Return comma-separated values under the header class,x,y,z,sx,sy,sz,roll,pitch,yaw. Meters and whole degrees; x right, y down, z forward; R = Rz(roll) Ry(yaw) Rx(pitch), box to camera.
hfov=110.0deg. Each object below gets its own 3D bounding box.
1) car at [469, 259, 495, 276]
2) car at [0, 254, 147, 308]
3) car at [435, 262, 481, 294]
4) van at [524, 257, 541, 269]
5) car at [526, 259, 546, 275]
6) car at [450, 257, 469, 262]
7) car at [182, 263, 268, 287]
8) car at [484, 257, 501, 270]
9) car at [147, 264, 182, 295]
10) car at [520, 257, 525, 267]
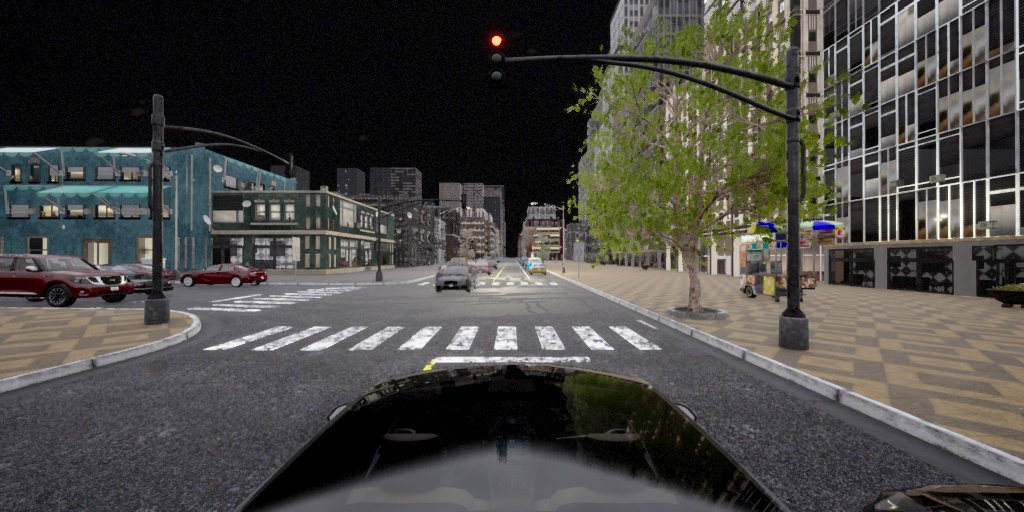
class,x,y,z,sx,sy,sz,roll,pitch,yaw
car,-3.069,1.279,37.030,1.812,1.442,4.674,0,0,0
car,-17.149,0.850,13.155,5.009,1.841,2.192,0,0,-1
car,-3.085,1.258,20.521,1.837,1.490,4.892,0,0,0
van,2.724,1.094,43.633,1.690,1.789,3.998,0,0,0
car,2.720,1.278,38.251,1.751,1.417,4.829,0,0,0
car,-5.661,1.067,38.085,2.192,1.841,5.009,0,0,0
car,-17.261,1.121,21.535,4.507,1.381,1.888,0,0,-1
car,-3.050,1.257,52.897,1.837,1.490,4.892,0,1,0
car,-18.227,1.082,15.733,5.357,1.411,2.033,1,0,-1
car,2.732,1.305,54.735,2.007,1.370,4.403,0,0,0
